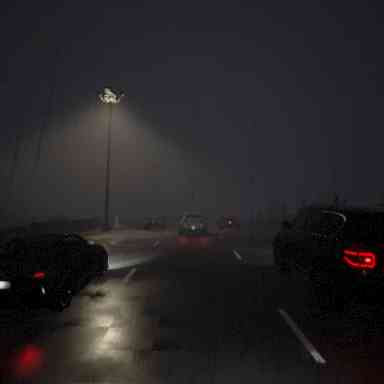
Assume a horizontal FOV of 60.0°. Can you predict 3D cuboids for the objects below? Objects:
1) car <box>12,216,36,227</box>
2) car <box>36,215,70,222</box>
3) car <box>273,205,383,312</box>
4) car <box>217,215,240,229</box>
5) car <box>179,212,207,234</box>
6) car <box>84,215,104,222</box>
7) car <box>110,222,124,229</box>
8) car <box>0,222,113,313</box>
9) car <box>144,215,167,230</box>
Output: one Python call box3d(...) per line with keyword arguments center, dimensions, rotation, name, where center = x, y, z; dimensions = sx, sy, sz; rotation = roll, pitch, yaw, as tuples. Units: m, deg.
box3d(center=(-17.628, 3.400, 36.753), dimensions=(2.033, 1.411, 5.357), rotation=(0, -7, 0), name="car")
box3d(center=(-14.115, 3.167, 35.056), dimensions=(1.837, 1.490, 4.892), rotation=(0, -7, 0), name="car")
box3d(center=(3.596, 1.310, 8.024), dimensions=(2.150, 2.045, 5.566), rotation=(0, -1, 0), name="car")
box3d(center=(3.581, 3.037, 33.261), dimensions=(1.994, 1.385, 4.181), rotation=(0, -6, 0), name="car")
box3d(center=(0.087, 2.167, 23.329), dimensions=(1.812, 1.442, 4.674), rotation=(0, -4, 0), name="car")
box3d(center=(-10.619, 3.193, 35.105), dimensions=(1.812, 1.442, 4.674), rotation=(0, -6, 0), name="car")
box3d(center=(-17.512, 7.808, 77.982), dimensions=(2.128, 1.511, 4.902), rotation=(0, -7, 0), name="car")
box3d(center=(-3.405, 1.649, 7.945), dimensions=(1.994, 1.385, 4.181), rotation=(0, -1, 0), name="car")
box3d(center=(-3.418, 2.882, 31.883), dimensions=(2.033, 1.411, 5.357), rotation=(0, -6, 0), name="car")
